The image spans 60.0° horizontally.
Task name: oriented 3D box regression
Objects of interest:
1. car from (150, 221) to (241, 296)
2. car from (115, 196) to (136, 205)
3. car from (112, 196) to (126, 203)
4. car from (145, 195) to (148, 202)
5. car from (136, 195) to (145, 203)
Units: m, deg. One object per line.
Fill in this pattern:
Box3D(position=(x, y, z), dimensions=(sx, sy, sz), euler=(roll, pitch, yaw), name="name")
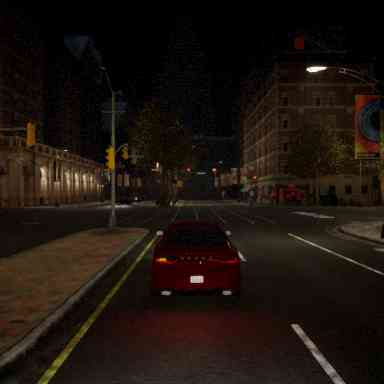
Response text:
Box3D(position=(0.053, 1.478, 8.681), dimensions=(1.882, 1.535, 5.008), euler=(0, 0, -1), name="car")
Box3D(position=(-11.760, 1.601, 58.753), dimensions=(1.895, 1.301, 4.718), euler=(0, 0, 0), name="car")
Box3D(position=(-14.987, 1.594, 68.881), dimensions=(1.895, 1.301, 4.718), euler=(0, 0, 0), name="car")
Box3D(position=(-11.774, 1.477, 79.306), dimensions=(1.882, 1.535, 5.008), euler=(0, 0, 0), name="car")
Box3D(position=(-11.737, 1.540, 68.827), dimensions=(2.033, 1.411, 5.357), euler=(0, 0, 0), name="car")
